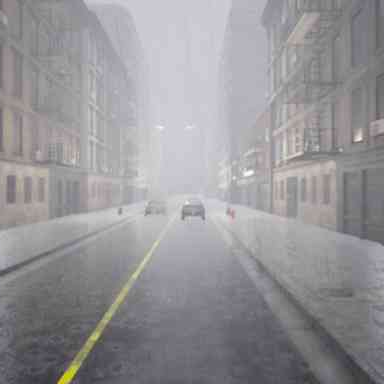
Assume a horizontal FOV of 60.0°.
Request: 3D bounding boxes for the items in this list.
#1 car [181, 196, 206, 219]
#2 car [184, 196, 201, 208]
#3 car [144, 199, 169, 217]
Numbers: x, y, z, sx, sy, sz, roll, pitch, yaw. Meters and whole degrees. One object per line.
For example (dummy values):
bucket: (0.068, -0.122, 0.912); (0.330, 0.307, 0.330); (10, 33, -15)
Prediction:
car: (0.098, 1.382, 27.346); (2.128, 1.511, 4.902); (0, 0, 0)
car: (0.078, 1.342, 45.919); (2.163, 1.488, 4.792); (0, 0, 0)
car: (-3.097, 1.388, 29.485); (1.837, 1.490, 4.892); (0, 0, 0)
